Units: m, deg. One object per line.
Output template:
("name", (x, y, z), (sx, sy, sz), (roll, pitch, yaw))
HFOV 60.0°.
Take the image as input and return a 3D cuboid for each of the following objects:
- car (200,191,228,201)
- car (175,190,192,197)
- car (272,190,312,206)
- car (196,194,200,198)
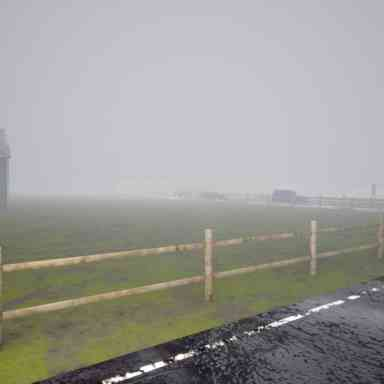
("car", (4.082, 0.686, 57.380), (1.882, 1.535, 5.008), (0, 1, -35))
("car", (-1.814, 0.362, 71.802), (1.837, 1.490, 4.892), (0, 1, -36))
("car", (13.274, 0.716, 44.464), (2.150, 2.045, 5.566), (0, 1, -35))
("car", (2.751, 0.597, 65.460), (1.837, 1.490, 4.892), (0, 1, -35))
